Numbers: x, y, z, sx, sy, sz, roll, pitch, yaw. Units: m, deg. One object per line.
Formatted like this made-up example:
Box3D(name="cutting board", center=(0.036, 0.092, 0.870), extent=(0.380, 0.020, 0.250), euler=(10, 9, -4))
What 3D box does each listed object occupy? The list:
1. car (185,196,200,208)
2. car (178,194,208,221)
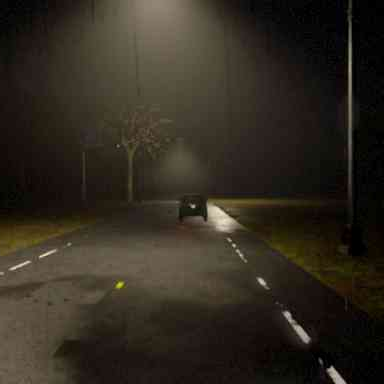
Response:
Box3D(name="car", center=(0.092, 1.242, 43.274), extent=(1.812, 1.442, 4.674), euler=(0, 1, 0))
Box3D(name="car", center=(0.097, 1.137, 26.762), extent=(2.150, 2.045, 5.566), euler=(0, 1, 0))
